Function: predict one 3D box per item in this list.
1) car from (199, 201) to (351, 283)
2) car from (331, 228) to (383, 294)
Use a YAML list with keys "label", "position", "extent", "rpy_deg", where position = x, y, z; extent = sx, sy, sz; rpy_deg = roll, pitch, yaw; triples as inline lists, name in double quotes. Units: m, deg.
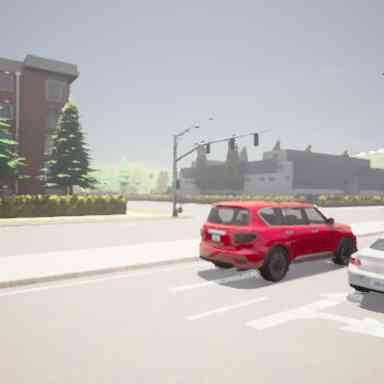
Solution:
- label: "car"
  position: [2.774, 1.297, 10.152]
  extent: [5.566, 2.045, 2.150]
  rpy_deg: [1, 0, -37]
- label: "car"
  position: [5.445, 1.607, 7.777]
  extent: [4.674, 1.442, 1.812]
  rpy_deg: [0, 0, -36]
